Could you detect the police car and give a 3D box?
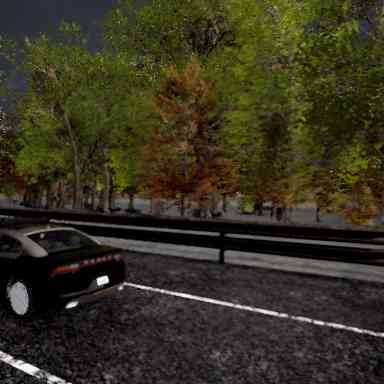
[{"bbox_3d":[-3.802,1.389,7.365,5.238,1.638,1.930,0,0,32],"label":"police car"}]
